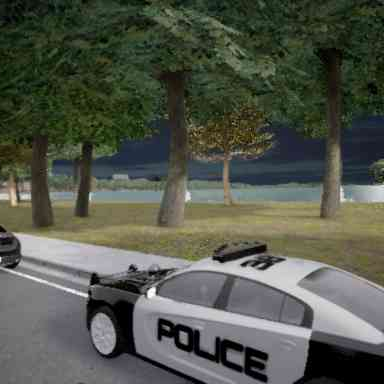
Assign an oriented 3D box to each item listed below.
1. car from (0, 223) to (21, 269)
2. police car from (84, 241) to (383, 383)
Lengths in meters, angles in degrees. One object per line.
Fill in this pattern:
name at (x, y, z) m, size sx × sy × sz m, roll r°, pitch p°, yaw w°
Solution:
car at (-7.231, 1.624, 10.580) m, size 4.892 × 1.490 × 1.837 m, roll 0°, pitch -1°, yaw 39°
police car at (0.505, 1.506, 4.418) m, size 5.238 × 1.638 × 1.930 m, roll 0°, pitch -1°, yaw 39°
